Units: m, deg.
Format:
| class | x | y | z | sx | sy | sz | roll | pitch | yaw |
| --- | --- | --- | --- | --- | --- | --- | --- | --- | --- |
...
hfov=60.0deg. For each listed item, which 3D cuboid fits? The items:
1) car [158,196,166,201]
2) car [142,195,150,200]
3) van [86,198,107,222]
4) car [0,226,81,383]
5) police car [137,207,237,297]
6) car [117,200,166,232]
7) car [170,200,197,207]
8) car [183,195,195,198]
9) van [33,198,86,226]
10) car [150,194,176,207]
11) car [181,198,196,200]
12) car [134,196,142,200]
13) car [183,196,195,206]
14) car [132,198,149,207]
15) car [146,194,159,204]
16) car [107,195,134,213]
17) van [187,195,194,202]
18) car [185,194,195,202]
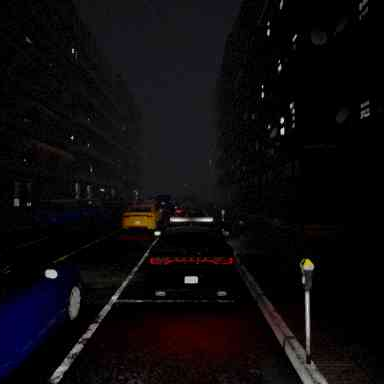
| class | x | y | z | sx | sy | sz | roll | pitch | yaw |
| --- | --- | --- | --- | --- | --- | --- | --- | --- | --- |
| car | -8.328 | 1.847 | 92.652 | 1.802 | 1.307 | 4.206 | 1 | 0 | 0 |
| car | -5.774 | 1.357 | 46.799 | 1.882 | 1.535 | 5.008 | 0 | 0 | 0 |
| van | -8.314 | 1.368 | 26.285 | 1.690 | 1.788 | 3.998 | 1 | 0 | 0 |
| car | -2.921 | 1.480 | 4.046 | 1.882 | 1.535 | 5.008 | 0 | 0 | 0 |
| police car | -0.013 | 1.430 | 8.763 | 1.930 | 1.638 | 5.238 | 0 | 0 | 0 |
| car | -2.922 | 1.494 | 20.324 | 1.882 | 1.535 | 5.008 | 0 | 0 | 0 |
| car | -0.438 | 1.572 | 26.224 | 1.887 | 1.381 | 4.507 | 1 | 0 | 0 |
| car | -0.430 | 1.490 | 37.286 | 1.967 | 1.590 | 4.097 | 1 | 0 | 0 |
| van | -8.313 | 1.359 | 20.753 | 1.690 | 1.788 | 3.998 | 2 | 0 | 0 |
| car | -3.024 | 1.273 | 37.724 | 2.150 | 2.045 | 5.566 | 0 | 0 | 0 |
| car | -0.439 | 1.583 | 31.754 | 1.887 | 1.381 | 4.507 | 1 | 0 | 0 |
| car | -8.315 | 1.379 | 42.875 | 2.192 | 1.841 | 5.009 | 1 | 0 | 0 |
| car | -0.474 | 1.553 | 59.411 | 1.967 | 1.590 | 4.097 | 1 | 0 | 0 |
| car | -8.323 | 1.660 | 53.938 | 1.947 | 1.339 | 4.313 | 1 | 0 | 0 |
| car | -8.319 | 1.471 | 70.528 | 2.192 | 1.841 | 5.009 | 1 | 0 | 0 |
| car | -8.315 | 1.366 | 37.346 | 2.192 | 1.841 | 5.009 | 1 | 0 | 0 |
| van | -0.476 | 1.576 | 87.068 | 1.690 | 1.788 | 3.998 | 1 | 0 | 0 |
| car | -0.474 | 1.521 | 81.536 | 2.192 | 1.841 | 5.009 | 1 | 0 | 0 |
